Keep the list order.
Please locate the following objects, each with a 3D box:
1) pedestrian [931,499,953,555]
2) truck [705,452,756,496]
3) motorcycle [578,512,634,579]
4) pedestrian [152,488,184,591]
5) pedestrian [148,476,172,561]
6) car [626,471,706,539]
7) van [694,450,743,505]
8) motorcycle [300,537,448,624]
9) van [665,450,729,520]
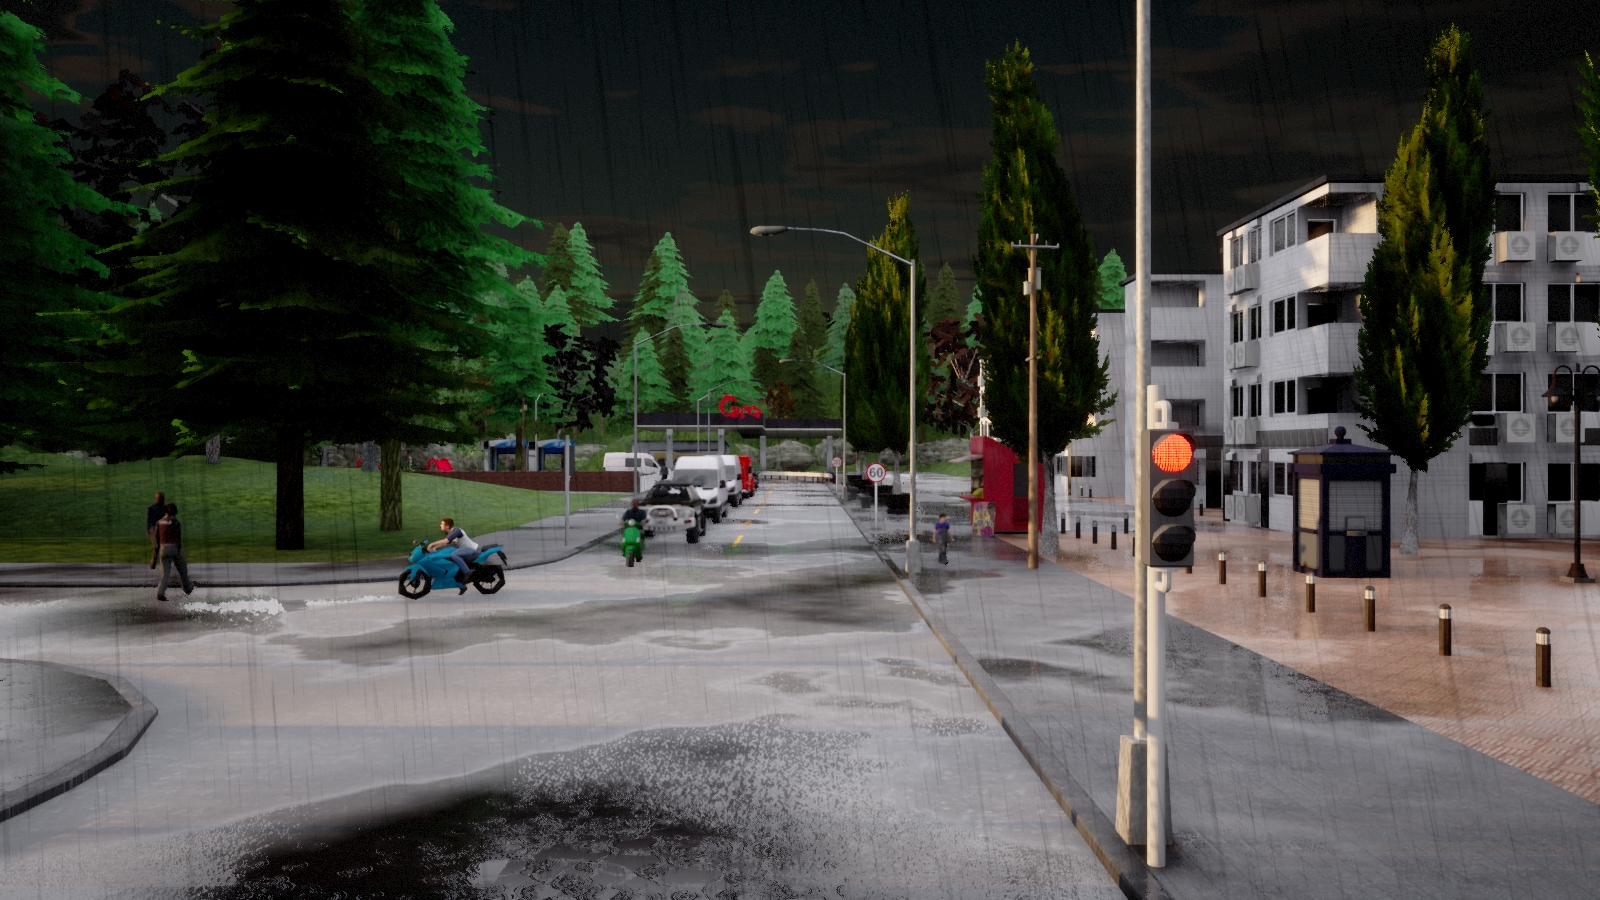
[{"bbox_3d":[3.325,1.800,26.817,0.375,1.300,0.375,0,0,-20],"label":"pedestrian"},{"bbox_3d":[-3.991,1.337,66.402,2.627,2.467,5.204,0,0,0],"label":"truck"},{"bbox_3d":[-3.993,1.958,23.628,0.856,1.236,1.805,0,0,0],"label":"motorcycle"},{"bbox_3d":[-11.524,1.625,20.842,0.375,1.860,0.375,0,0,2],"label":"pedestrian"},{"bbox_3d":[-14.211,1.520,25.374,0.375,1.860,0.375,0,0,-44],"label":"pedestrian"},{"bbox_3d":[-4.061,1.637,35.243,1.932,1.855,4.605,0,0,0],"label":"car"},{"bbox_3d":[-4.001,1.305,56.877,1.988,2.561,5.915,0,0,0],"label":"van"},{"bbox_3d":[-6.593,1.990,17.706,2.033,1.145,0.803,0,0,-30],"label":"motorcycle"},{"bbox_3d":[-4.012,1.306,45.352,1.988,2.561,5.915,0,0,0],"label":"van"}]
